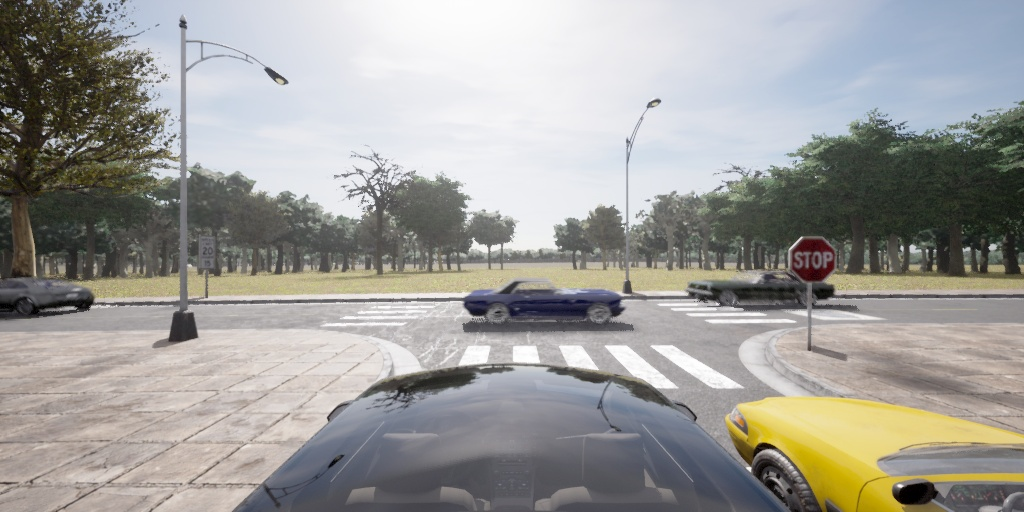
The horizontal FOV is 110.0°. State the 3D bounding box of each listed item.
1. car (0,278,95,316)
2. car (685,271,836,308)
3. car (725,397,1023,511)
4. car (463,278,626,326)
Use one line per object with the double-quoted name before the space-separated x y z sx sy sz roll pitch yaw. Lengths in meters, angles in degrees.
"car" -19.343 1.567 14.151 4.181 1.385 1.994 -1 0 0
"car" 9.412 1.239 13.914 4.718 1.301 1.895 0 0 0
"car" 2.634 1.275 1.051 1.751 1.417 4.829 0 0 0
"car" 0.957 1.326 11.025 4.718 1.301 1.895 0 0 1
